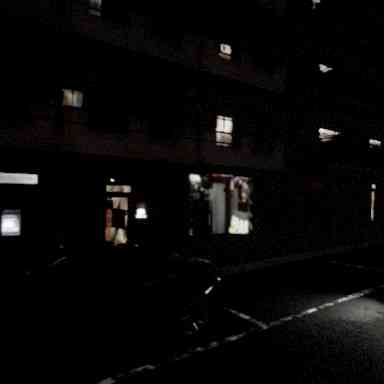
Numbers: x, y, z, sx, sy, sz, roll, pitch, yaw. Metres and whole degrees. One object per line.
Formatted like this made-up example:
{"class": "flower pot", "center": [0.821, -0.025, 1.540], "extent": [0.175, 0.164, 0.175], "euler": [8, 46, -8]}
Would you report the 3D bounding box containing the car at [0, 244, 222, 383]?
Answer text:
{"class": "car", "center": [-1.485, 1.559, 5.018], "extent": [4.313, 1.339, 1.947], "euler": [0, 2, -35]}
